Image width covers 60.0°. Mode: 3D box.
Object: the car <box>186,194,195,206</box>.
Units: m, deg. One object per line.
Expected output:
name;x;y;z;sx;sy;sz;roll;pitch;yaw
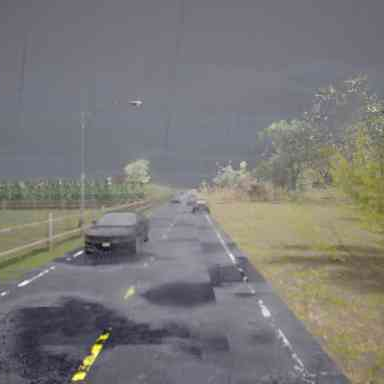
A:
car;0.011;1.489;53.779;2.033;1.411;5.357;0;0;0

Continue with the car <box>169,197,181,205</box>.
car;-2.793;1.539;55.916;1.895;1.301;4.718;0;0;1

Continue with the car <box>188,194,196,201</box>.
car;0.015;1.211;74.571;1.837;1.490;4.892;0;0;0

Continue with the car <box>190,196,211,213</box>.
car;0.970;1.499;35.767;1.812;1.442;4.674;0;0;0

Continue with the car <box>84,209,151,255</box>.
car;-2.847;1.473;13.539;1.882;1.535;5.008;0;0;0
